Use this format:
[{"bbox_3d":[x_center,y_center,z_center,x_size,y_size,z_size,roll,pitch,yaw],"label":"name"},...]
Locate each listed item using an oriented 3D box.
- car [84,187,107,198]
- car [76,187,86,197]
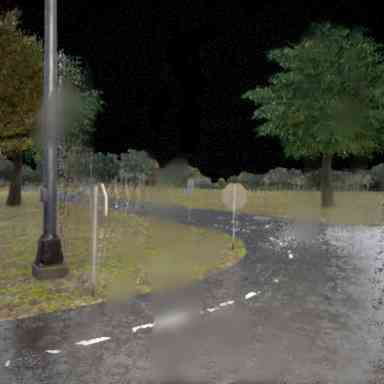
[{"bbox_3d":[-15.466,0.336,53.785,1.895,1.301,4.718,1,1,-34],"label":"car"},{"bbox_3d":[-19.154,-0.117,59.315,2.097,1.767,4.553,1,1,-33],"label":"car"}]
